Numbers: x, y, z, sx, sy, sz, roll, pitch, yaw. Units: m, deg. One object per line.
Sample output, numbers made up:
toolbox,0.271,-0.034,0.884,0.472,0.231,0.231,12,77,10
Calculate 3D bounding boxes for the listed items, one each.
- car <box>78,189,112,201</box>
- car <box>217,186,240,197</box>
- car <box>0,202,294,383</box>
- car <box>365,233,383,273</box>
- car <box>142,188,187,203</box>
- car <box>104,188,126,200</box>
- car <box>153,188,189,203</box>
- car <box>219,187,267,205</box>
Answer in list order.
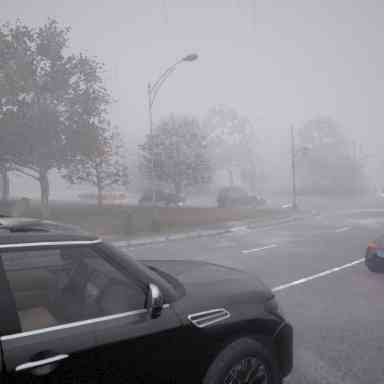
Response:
car,-14.664,0.612,49.498,4.718,1.301,1.895,2,4,33
car,5.737,0.355,40.601,5.566,2.045,2.150,0,3,33
car,-1.577,1.220,2.770,5.566,2.045,2.150,0,0,-35
car,6.562,1.452,9.316,4.181,1.385,1.994,-2,1,-42
car,-3.818,0.504,42.552,5.566,2.045,2.150,1,3,33
car,-12.538,0.200,52.281,4.553,1.767,2.097,2,4,33
car,-2.920,0.446,46.136,4.553,1.767,2.097,1,3,33
car,5.796,0.642,36.423,4.553,1.767,2.097,-1,3,33
